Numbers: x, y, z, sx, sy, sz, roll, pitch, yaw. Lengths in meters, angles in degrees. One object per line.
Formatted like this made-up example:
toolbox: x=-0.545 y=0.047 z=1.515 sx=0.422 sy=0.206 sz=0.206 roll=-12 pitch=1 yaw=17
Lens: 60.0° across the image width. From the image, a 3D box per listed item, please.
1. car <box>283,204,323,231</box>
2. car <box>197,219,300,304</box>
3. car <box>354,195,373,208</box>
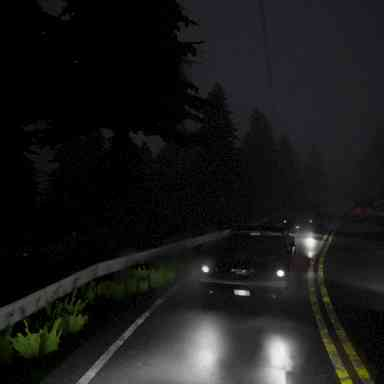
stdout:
car: x=6.781 y=1.459 z=20.114 sx=2.033 sy=1.411 sz=5.357 roll=-2 pitch=0 yaw=26
car: x=1.631 y=1.599 z=8.435 sx=1.895 sy=1.301 sz=4.718 roll=-1 pitch=0 yaw=18
car: x=20.779 y=1.057 z=40.187 sx=2.128 sy=1.511 sz=4.902 roll=-2 pitch=0 yaw=28
